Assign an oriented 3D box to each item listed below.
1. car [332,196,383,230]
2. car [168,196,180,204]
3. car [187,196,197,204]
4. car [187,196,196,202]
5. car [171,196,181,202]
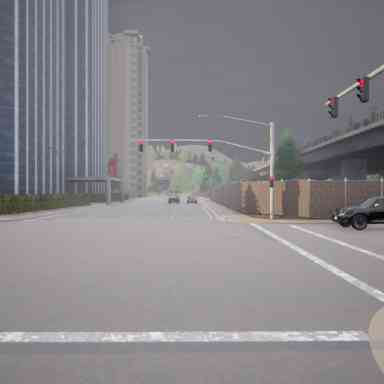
[{"bbox_3d":[11.814,1.277,20.931,5.566,2.045,2.150,0,0,0],"label":"car"},{"bbox_3d":[-3.497,1.478,64.199,1.882,1.535,5.008,0,0,0],"label":"car"},{"bbox_3d":[0.004,1.564,64.595,1.994,1.385,4.181,0,0,0],"label":"car"},{"bbox_3d":[-0.110,1.595,74.558,1.895,1.301,4.718,0,0,0],"label":"car"},{"bbox_3d":[-3.609,1.540,74.416,2.033,1.411,5.357,0,0,0],"label":"car"}]
